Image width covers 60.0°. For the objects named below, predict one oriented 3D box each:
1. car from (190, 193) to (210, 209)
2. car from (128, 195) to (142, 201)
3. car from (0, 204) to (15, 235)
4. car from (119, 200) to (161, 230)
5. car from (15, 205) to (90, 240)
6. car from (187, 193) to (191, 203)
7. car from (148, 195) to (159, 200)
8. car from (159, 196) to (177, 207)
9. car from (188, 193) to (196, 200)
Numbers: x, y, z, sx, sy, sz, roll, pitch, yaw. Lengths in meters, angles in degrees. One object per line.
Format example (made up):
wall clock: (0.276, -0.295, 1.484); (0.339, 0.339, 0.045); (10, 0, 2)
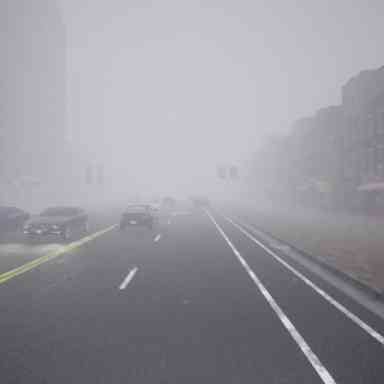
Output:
car: (1.119, 1.164, 41.111); (2.097, 1.767, 4.553); (0, 0, 0)
car: (-9.820, 1.238, 57.516); (1.812, 1.442, 4.674); (0, 0, 1)
car: (-9.856, 1.415, 16.503); (1.882, 1.535, 5.008); (0, 0, 0)
car: (-3.160, 1.446, 20.204); (1.812, 1.442, 4.674); (0, 0, 0)
car: (-6.606, 1.441, 16.787); (1.837, 1.490, 4.892); (0, 0, 0)
car: (-0.026, 1.202, 59.945); (1.837, 1.490, 4.892); (0, 0, 0)
car: (-6.570, 1.202, 57.929); (2.128, 1.511, 4.902); (0, 0, 1)
car: (-3.169, 1.286, 46.585); (1.837, 1.490, 4.892); (0, 0, 0)
car: (-0.034, 0.998, 77.936); (1.837, 1.490, 4.892); (0, 0, 0)
